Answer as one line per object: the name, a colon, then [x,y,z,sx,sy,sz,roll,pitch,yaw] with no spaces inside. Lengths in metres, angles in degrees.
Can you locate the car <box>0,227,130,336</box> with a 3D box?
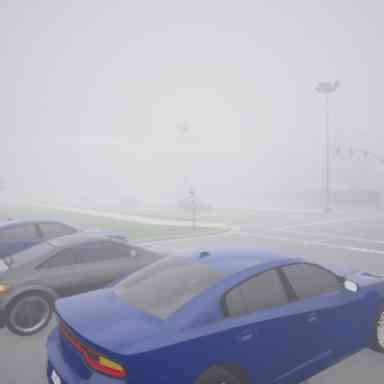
car: [-1.897,1.545,6.723,4.181,1.385,1.994,-1,0,-35]

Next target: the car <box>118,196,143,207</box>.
car: [-8.700,1.321,46.875,2.128,1.511,4.902,-1,1,-36]

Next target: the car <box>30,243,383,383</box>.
car: [0.827,1.452,4.364,5.008,1.535,1.882,-1,0,-36]

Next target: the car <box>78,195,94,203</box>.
car: [-19.868,1.353,62.326,2.128,1.511,4.902,-1,0,-36]

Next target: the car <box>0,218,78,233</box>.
car: [-4.174,1.461,9.398,5.008,1.535,1.882,-1,0,-36]

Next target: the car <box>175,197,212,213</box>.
car: [0.054,1.335,34.993,1.837,1.490,4.892,-1,0,-36]
